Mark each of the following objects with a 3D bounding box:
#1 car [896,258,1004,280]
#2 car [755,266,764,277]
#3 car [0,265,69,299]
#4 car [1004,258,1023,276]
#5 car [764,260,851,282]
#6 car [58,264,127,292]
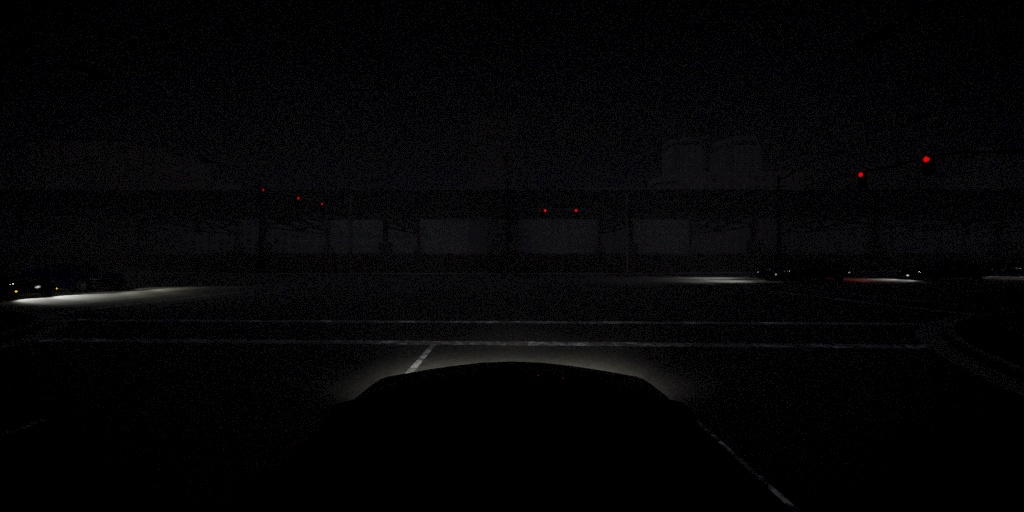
[{"bbox_3d":[31.768,1.010,26.315,5.357,1.411,2.033,-1,0,1],"label":"car"},{"bbox_3d":[23.117,1.056,30.046,4.902,1.511,2.128,-1,0,2],"label":"car"},{"bbox_3d":[-24.557,1.296,17.113,4.181,1.385,1.994,0,0,2],"label":"car"},{"bbox_3d":[41.159,0.858,29.563,5.357,1.411,2.033,-1,0,2],"label":"car"},{"bbox_3d":[22.060,1.070,26.566,4.902,1.511,2.128,-1,0,1],"label":"car"},{"bbox_3d":[-25.197,1.204,20.633,5.008,1.535,1.882,0,0,2],"label":"car"}]
